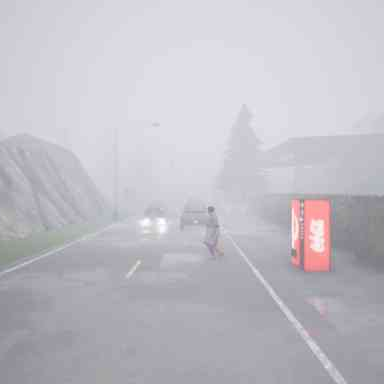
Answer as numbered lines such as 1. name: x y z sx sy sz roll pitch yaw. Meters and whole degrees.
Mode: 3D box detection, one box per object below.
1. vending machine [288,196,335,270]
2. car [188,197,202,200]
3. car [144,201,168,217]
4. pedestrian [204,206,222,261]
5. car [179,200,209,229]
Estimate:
1. vending machine: 3.552 1.188 9.981 1.100 2.100 0.880 0 0 0
2. car: 0.337 1.324 37.783 2.097 1.767 4.553 0 0 0
3. car: -3.390 1.577 31.592 1.895 1.301 4.718 0 0 1
4. pedestrian: 0.686 1.286 10.929 0.375 1.860 0.375 0 0 0
5. car: 0.228 1.476 21.212 2.128 1.511 4.902 0 0 0
